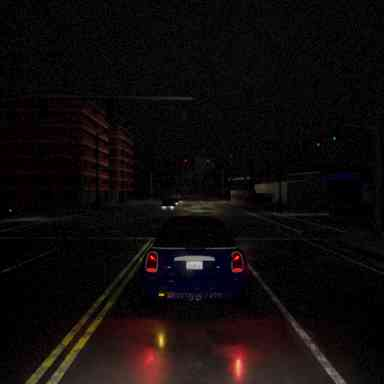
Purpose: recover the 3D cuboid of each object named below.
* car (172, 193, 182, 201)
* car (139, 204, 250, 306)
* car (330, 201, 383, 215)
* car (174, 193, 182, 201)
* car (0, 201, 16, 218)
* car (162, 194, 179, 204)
[{"bbox_3d":[-3.725,1.195,84.156,2.150,2.045,5.566,0,0,0],"label":"car"},{"bbox_3d":[0.053,1.349,8.161,2.097,1.767,4.553,0,0,0],"label":"car"},{"bbox_3d":[16.379,1.589,33.255,4.718,1.301,1.895,0,0,0],"label":"car"},{"bbox_3d":[-3.684,1.519,68.921,2.033,1.411,5.357,0,0,0],"label":"car"},{"bbox_3d":[-17.544,1.119,27.263,5.566,2.045,2.150,1,0,1],"label":"car"},{"bbox_3d":[-3.726,1.527,53.701,2.033,1.411,5.357,0,0,0],"label":"car"}]
